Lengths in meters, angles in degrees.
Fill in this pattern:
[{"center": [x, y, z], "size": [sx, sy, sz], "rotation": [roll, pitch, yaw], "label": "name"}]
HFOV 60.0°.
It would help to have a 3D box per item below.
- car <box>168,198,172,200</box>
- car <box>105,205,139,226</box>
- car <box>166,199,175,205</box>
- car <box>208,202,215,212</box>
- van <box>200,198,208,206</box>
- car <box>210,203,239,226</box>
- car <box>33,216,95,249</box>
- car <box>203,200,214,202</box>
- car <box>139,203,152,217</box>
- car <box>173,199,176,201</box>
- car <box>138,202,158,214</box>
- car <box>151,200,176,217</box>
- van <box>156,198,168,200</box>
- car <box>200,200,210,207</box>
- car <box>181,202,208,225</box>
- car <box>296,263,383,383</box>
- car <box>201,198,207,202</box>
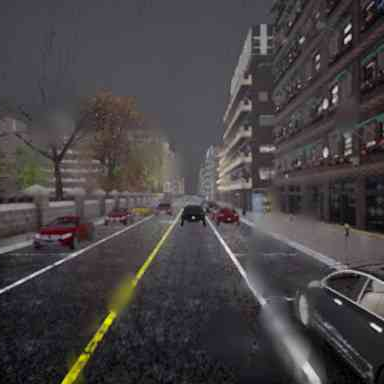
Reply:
[{"center": [-5.683, 2.125, 65.185], "size": [2.192, 1.841, 5.009], "rotation": [0, -1, 0], "label": "car"}, {"center": [-5.689, 1.905, 26.439], "size": [1.802, 1.307, 4.206], "rotation": [0, -1, 0], "label": "car"}, {"center": [-5.677, 2.658, 87.322], "size": [1.947, 1.339, 4.313], "rotation": [0, -1, 0], "label": "car"}, {"center": [2.692, 1.937, 31.973], "size": [1.887, 1.381, 4.507], "rotation": [0, -1, 0], "label": "car"}, {"center": [2.700, 2.292, 76.254], "size": [1.690, 1.788, 3.998], "rotation": [0, -1, 0], "label": "van"}, {"center": [2.692, 1.868, 26.438], "size": [1.887, 1.381, 4.507], "rotation": [0, -1, 0], "label": "car"}, {"center": [-5.691, 1.770, 15.369], "size": [1.802, 1.307, 4.206], "rotation": [0, -1, 0], "label": "car"}, {"center": [2.695, 2.096, 43.043], "size": [1.947, 1.339, 4.313], "rotation": [0, -1, 0], "label": "car"}, {"center": [-5.687, 1.984, 37.339], "size": [1.752, 1.417, 4.829], "rotation": [0, -1, 0], "label": "car"}, {"center": [-5.680, 2.336, 81.790], "size": [2.192, 1.841, 5.009], "rotation": [0, -1, 0], "label": "car"}, {"center": [-5.686, 2.081, 43.044], "size": [2.008, 1.369, 4.403], "rotation": [0, -1, 0], "label": "car"}, {"center": [-3.086, 1.983, 37.223], "size": [1.812, 1.442, 4.674], "rotation": [0, -1, 0], "label": "car"}, {"center": [-5.684, 2.081, 59.649], "size": [1.690, 1.788, 3.998], "rotation": [0, -1, 0], "label": "van"}, {"center": [2.700, 2.446, 70.716], "size": [1.947, 1.339, 4.313], "rotation": [0, -1, 0], "label": "car"}, {"center": [0.102, 1.811, 27.261], "size": [1.882, 1.535, 5.008], "rotation": [0, -1, 0], "label": "car"}, {"center": [2.687, 1.605, 4.300], "size": [2.008, 1.369, 4.403], "rotation": [0, -1, 0], "label": "car"}, {"center": [2.695, 2.040, 48.578], "size": [1.967, 1.590, 4.097], "rotation": [0, -1, 0], "label": "car"}]
